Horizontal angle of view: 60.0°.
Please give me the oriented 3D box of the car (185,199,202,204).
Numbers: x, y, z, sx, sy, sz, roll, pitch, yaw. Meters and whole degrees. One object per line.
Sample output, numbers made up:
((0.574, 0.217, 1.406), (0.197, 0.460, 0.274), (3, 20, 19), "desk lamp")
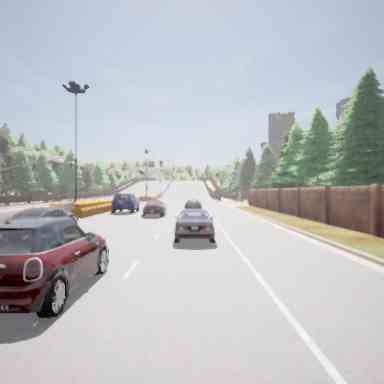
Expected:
((0.128, 1.485, 37.745), (1.994, 1.385, 4.181), (0, 0, 0), "car")

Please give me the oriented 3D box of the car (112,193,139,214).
((-6.874, 1.141, 34.840), (2.150, 2.045, 5.566), (0, 0, 0), "car")

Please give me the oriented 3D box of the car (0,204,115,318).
((-3.394, 1.333, 7.521), (2.097, 1.767, 4.553), (0, 0, 0), "car")

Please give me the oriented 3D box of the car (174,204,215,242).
((0.110, 1.514, 16.038), (2.033, 1.411, 5.357), (0, 0, 0), "car")

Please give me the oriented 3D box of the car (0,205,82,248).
((-6.891, 1.467, 15.667), (1.837, 1.490, 4.892), (0, 0, 0), "car")

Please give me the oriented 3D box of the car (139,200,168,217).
((-3.378, 1.459, 30.412), (1.812, 1.442, 4.674), (0, 0, 0), "car")
